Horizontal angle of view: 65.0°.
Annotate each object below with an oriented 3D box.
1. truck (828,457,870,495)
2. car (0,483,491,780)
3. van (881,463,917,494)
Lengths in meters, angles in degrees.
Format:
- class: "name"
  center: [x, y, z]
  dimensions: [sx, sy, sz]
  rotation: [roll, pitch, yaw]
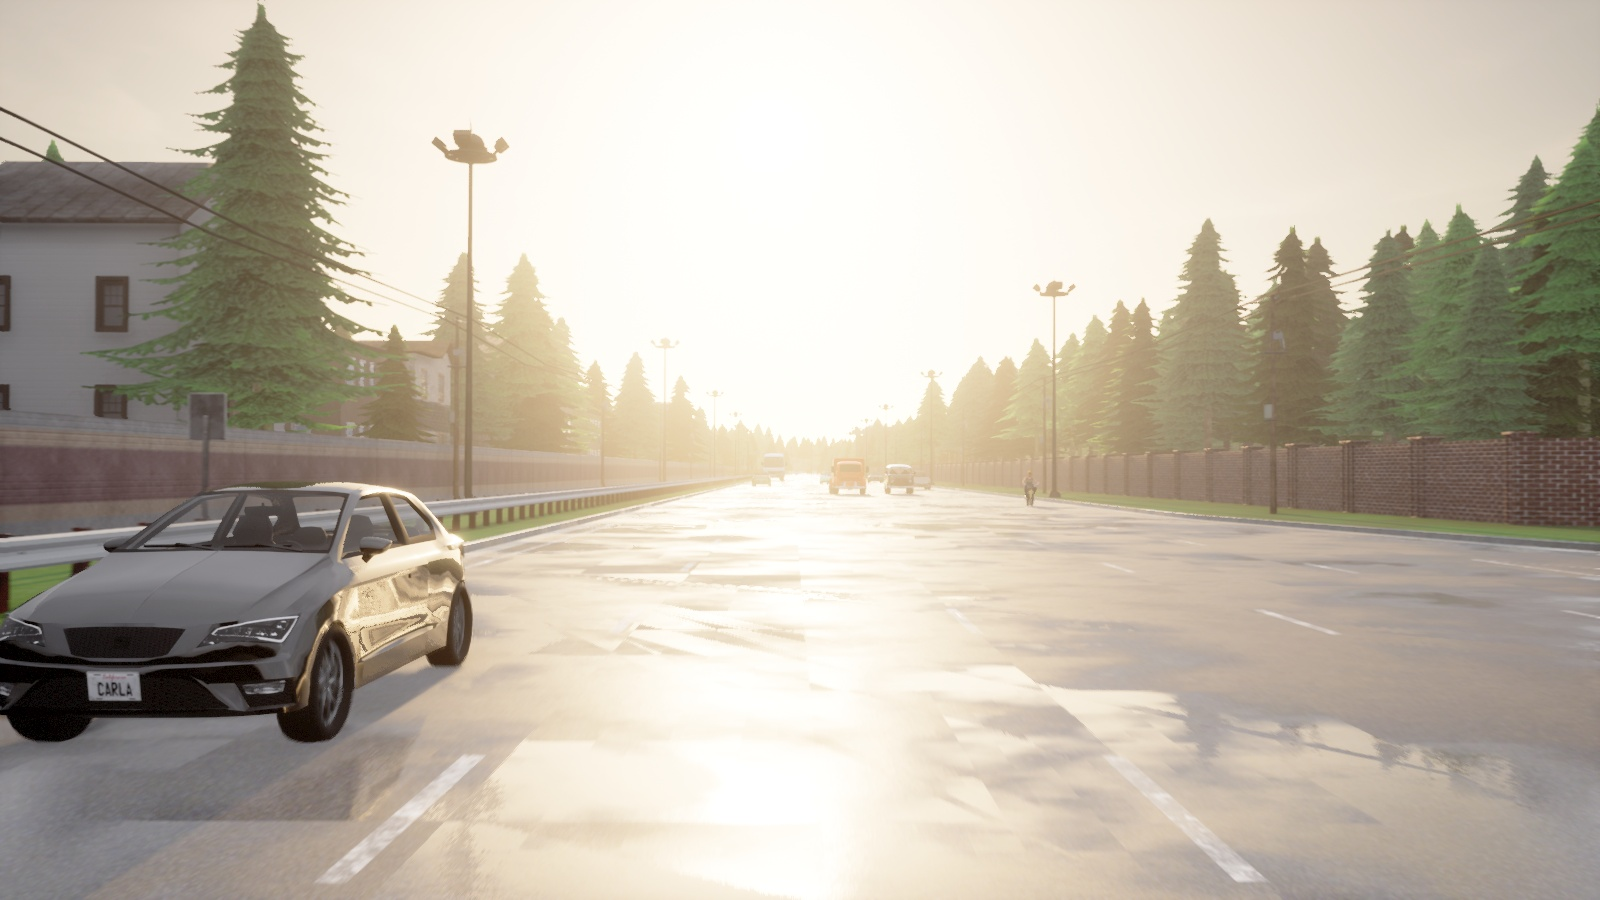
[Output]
- class: "truck"
  center: [3.288, 1.724, 84.996]
  dimensions: [2.627, 2.467, 5.204]
  rotation: [0, -1, 0]
- class: "car"
  center: [-3.521, 0.984, 8.533]
  dimensions: [1.816, 1.474, 4.193]
  rotation: [0, -1, 0]
- class: "van"
  center: [6.786, 1.944, 86.411]
  dimensions: [2.069, 2.038, 4.480]
  rotation: [0, -1, 0]
